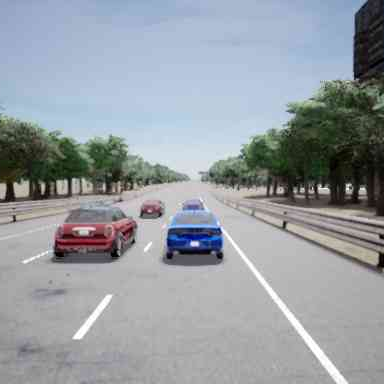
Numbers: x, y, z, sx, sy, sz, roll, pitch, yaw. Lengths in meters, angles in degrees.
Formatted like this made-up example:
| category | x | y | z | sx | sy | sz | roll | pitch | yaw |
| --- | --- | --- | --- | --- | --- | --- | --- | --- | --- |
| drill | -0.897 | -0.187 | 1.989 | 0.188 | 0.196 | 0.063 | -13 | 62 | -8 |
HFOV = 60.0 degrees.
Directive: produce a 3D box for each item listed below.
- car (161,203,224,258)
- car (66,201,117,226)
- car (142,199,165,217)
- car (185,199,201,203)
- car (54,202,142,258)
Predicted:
| category | x | y | z | sx | sy | sz | roll | pitch | yaw |
| --- | --- | --- | --- | --- | --- | --- | --- | --- | --- |
| car | 0.088 | 1.412 | 12.577 | 1.882 | 1.535 | 5.008 | 0 | 0 | 0 |
| car | -6.929 | 1.410 | 23.621 | 2.033 | 1.411 | 5.357 | 0 | 0 | 0 |
| car | -3.404 | 1.345 | 29.195 | 1.812 | 1.442 | 4.674 | 0 | 0 | 0 |
| car | 0.095 | 1.346 | 29.182 | 1.812 | 1.442 | 4.674 | 0 | 0 | 0 |
| car | -3.413 | 1.288 | 12.650 | 2.097 | 1.767 | 4.553 | 0 | 0 | 0 |
